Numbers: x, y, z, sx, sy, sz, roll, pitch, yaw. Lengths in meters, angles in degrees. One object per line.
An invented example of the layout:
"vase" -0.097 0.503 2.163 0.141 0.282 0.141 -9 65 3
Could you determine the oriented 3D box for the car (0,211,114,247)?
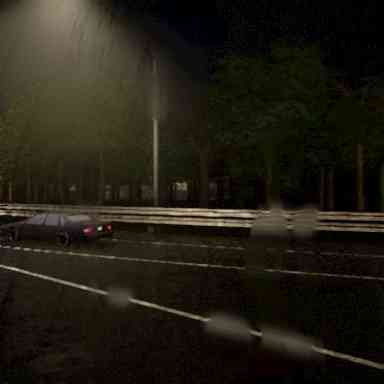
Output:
"car" -6.100 1.564 14.916 5.357 1.411 2.033 0 0 25
